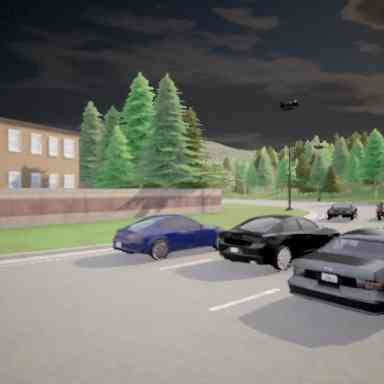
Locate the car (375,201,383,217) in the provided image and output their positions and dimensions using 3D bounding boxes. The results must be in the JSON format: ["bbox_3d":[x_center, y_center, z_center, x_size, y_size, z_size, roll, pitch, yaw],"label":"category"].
[{"bbox_3d":[15.862,1.431,26.665,1.812,1.442,4.674,0,0,27],"label":"car"}]

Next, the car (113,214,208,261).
[{"bbox_3d":[-0.638,1.547,12.421,4.674,1.442,1.812,-1,0,-40],"label":"car"}]

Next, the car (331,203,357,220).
[{"bbox_3d":[12.211,1.536,26.903,1.895,1.301,4.718,0,0,29],"label":"car"}]

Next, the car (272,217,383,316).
[{"bbox_3d":[4.309,1.524,7.406,5.357,1.411,2.033,0,0,-40],"label":"car"}]

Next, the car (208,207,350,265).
[{"bbox_3d":[3.062,1.468,11.026,5.008,1.535,1.882,-1,0,-41],"label":"car"}]
